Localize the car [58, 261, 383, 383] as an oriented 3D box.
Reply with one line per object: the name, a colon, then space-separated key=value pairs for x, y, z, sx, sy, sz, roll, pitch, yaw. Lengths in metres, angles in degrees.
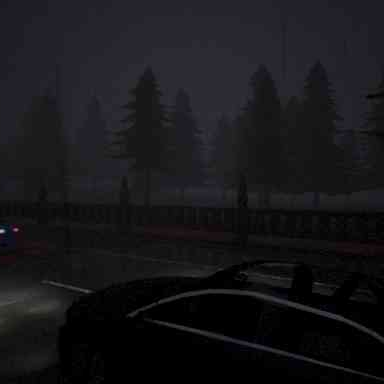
car: x=0.659 y=1.487 z=3.311 sx=4.902 sy=1.511 sz=2.128 roll=0 pitch=0 yaw=35

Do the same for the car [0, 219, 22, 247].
car: x=-9.214 y=1.483 z=13.305 sx=5.357 sy=1.411 sz=2.033 roll=0 pitch=0 yaw=27
